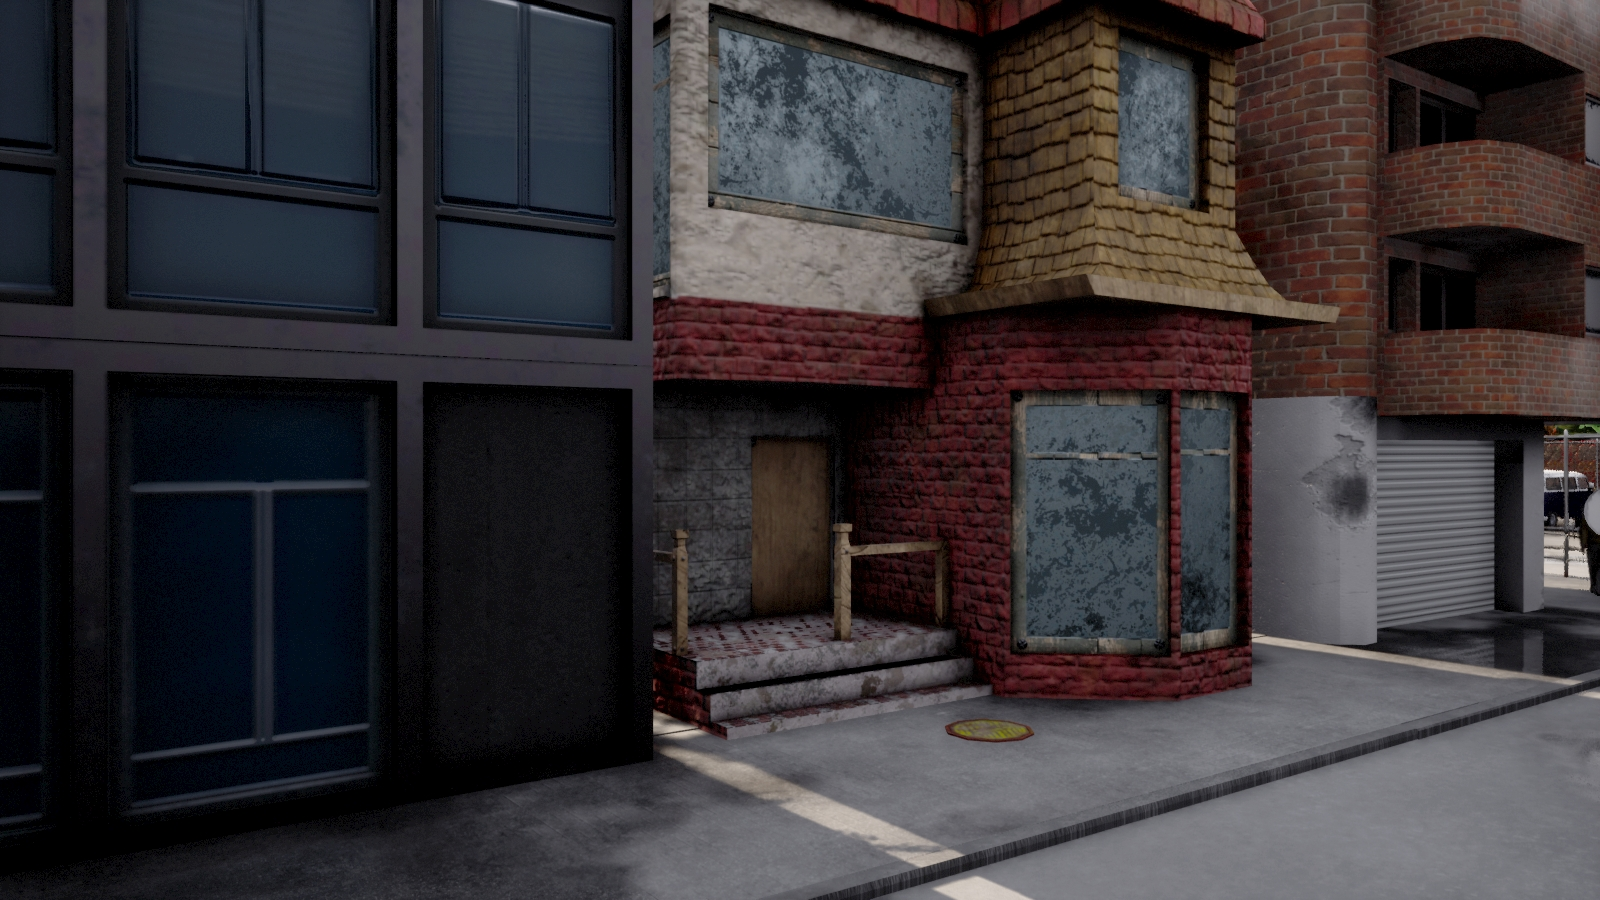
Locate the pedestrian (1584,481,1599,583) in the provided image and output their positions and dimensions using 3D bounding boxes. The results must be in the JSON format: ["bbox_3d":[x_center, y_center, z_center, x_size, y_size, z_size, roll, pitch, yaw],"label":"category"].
[{"bbox_3d":[14.689,1.506,21.048,0.375,1.860,0.375,0,0,30],"label":"pedestrian"}]
